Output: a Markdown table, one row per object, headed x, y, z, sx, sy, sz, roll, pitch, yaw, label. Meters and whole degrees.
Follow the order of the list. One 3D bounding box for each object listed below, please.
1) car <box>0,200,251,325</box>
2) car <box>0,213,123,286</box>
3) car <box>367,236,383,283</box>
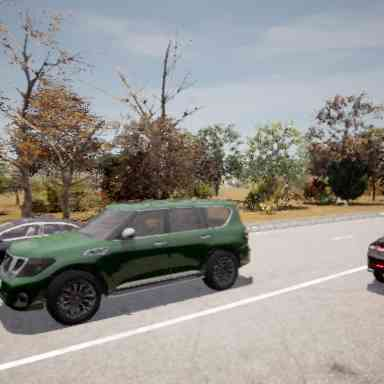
| x | y | z | sx | sy | sz | roll | pitch | yaw | label |
| --- | --- | --- | --- | --- | --- | --- | --- | --- | --- |
| -1.132 | 1.224 | 7.483 | 5.566 | 2.045 | 2.150 | 0 | 0 | -35 | car |
| -4.653 | 1.498 | 9.270 | 4.902 | 1.511 | 2.128 | 0 | 0 | -35 | car |
| 6.222 | 1.408 | 8.185 | 4.902 | 1.511 | 2.128 | -1 | 1 | -36 | car |
